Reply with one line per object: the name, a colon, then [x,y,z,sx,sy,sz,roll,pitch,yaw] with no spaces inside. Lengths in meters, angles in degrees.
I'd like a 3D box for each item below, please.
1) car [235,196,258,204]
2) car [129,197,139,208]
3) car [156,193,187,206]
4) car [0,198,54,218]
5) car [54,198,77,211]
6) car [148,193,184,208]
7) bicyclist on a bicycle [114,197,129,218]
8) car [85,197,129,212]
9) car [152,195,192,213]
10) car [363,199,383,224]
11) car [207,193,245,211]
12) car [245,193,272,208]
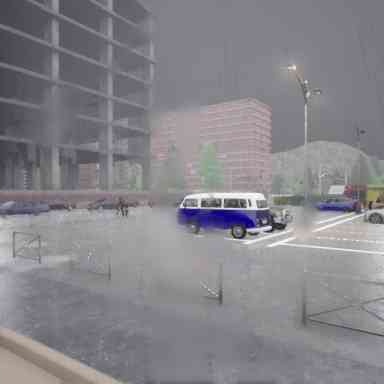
car: [10.020,1.432,60.593,2.128,1.511,4.902,0,0,35]
car: [-9.376,1.436,45.547,2.128,1.511,4.902,0,0,35]
car: [-3.252,1.164,54.166,2.150,2.045,5.566,0,0,35]
car: [-15.837,1.492,30.320,2.033,1.411,5.357,0,0,35]
car: [-15.297,1.436,37.159,2.128,1.511,4.902,0,0,35]
car: [-3.841,1.166,47.305,2.150,2.045,5.566,0,0,35]
bicyclist on a bicycle: [-5.482,1.248,25.945,1.656,1.620,0.582,0,0,35]
car: [-10.015,1.449,38.577,1.837,1.490,4.892,0,0,35]
car: [-2.527,1.449,42.781,1.837,1.490,4.892,0,0,35]
car: [13.270,1.395,21.463,3.806,1.475,1.970,0,0,36]
car: [4.944,1.166,47.411,2.150,2.045,5.566,0,0,36]
car: [11.046,1.436,56.138,2.128,1.511,4.902,0,0,35]
